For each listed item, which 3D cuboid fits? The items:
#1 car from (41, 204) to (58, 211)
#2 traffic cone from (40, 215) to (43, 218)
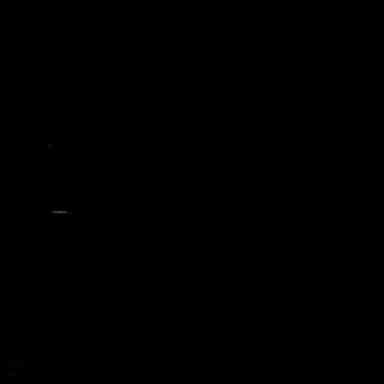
[{"bbox_3d":[-36.242,3.868,84.665,4.553,1.767,2.097,3,2,28],"label":"car"},{"bbox_3d":[-23.795,3.742,52.410,0.340,0.580,0.340,-1,-3,9],"label":"traffic cone"}]
